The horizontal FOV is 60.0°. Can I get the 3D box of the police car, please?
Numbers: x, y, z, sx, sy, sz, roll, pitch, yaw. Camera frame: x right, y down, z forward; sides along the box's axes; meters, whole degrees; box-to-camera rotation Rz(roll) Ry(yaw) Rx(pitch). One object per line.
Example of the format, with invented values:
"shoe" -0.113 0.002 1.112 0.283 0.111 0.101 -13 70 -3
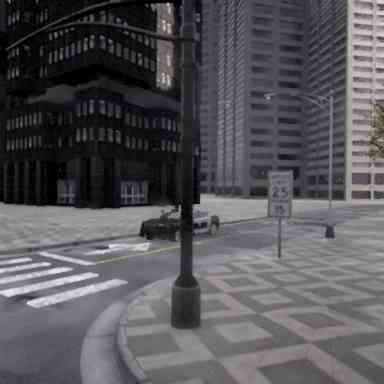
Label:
"police car" -0.494 1.538 17.044 1.930 1.638 5.238 1 0 36
